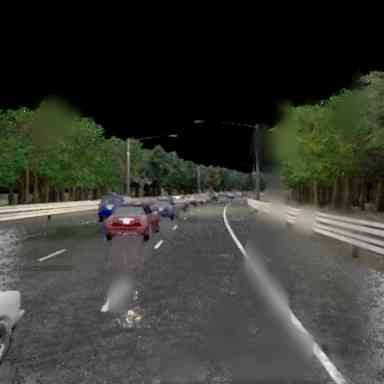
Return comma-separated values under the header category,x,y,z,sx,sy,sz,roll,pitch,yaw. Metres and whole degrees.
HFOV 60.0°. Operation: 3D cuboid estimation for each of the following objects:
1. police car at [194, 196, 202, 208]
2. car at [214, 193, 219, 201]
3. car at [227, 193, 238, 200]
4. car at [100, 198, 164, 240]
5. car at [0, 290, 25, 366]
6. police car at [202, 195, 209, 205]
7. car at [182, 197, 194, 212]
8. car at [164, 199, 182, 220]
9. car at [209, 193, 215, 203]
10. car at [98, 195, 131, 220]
category,x,y,z,sx,sy,sz,roll,pitch,yaw
police car,-0.144,1.529,50.926,1.930,1.638,5.238,0,0,7
car,5.320,1.245,82.952,2.150,2.045,5.566,0,0,12
car,10.698,1.287,91.587,1.882,1.535,5.008,0,1,14
car,-2.932,1.400,17.451,2.097,1.767,4.553,0,0,2
car,-3.357,1.606,2.691,1.895,1.301,4.718,0,0,0
police car,1.379,1.583,61.567,2.038,1.542,4.974,0,0,9
car,-1.406,1.603,40.033,2.128,1.511,4.902,0,0,6
car,-2.368,1.436,29.188,2.097,1.767,4.553,0,0,4
car,3.203,1.598,72.272,2.033,1.411,5.357,0,0,10
car,-5.889,1.294,27.221,2.150,2.045,5.566,0,0,4
